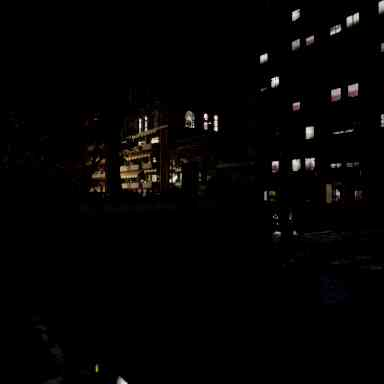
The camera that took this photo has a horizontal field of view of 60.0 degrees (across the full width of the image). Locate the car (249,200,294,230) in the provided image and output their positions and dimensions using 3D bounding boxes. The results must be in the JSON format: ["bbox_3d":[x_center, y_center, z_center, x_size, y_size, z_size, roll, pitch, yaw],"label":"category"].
[{"bbox_3d":[4.914,1.607,23.479,2.097,1.767,4.553,0,-1,-36],"label":"car"}]

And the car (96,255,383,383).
[{"bbox_3d":[1.003,1.564,4.135,4.181,1.385,1.994,0,0,-36],"label":"car"}]

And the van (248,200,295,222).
[{"bbox_3d":[7.160,1.643,30.208,1.690,1.788,3.998,-1,0,-36],"label":"van"}]
